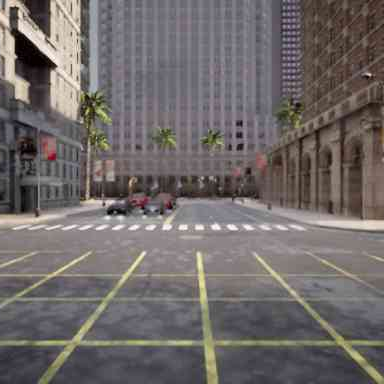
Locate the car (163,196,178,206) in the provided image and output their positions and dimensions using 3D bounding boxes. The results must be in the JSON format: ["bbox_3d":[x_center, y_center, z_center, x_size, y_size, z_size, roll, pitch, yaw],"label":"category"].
[{"bbox_3d":[-3.484,1.438,53.973,2.128,1.511,4.902,0,0,0],"label":"car"}]

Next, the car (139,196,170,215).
[{"bbox_3d":[-3.671,1.458,33.416,2.128,1.511,4.902,0,0,0],"label":"car"}]

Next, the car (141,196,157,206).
[{"bbox_3d":[-6.980,1.450,54.414,1.837,1.490,4.892,0,0,0],"label":"car"}]

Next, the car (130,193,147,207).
[{"bbox_3d":[-7.094,1.177,43.952,2.150,2.045,5.566,0,0,1],"label":"car"}]

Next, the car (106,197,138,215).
[{"bbox_3d":[-7.177,1.513,33.701,2.033,1.411,5.357,0,0,0],"label":"car"}]

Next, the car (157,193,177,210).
[{"bbox_3d":[-3.604,1.178,43.562,2.150,2.045,5.566,0,0,1],"label":"car"}]
